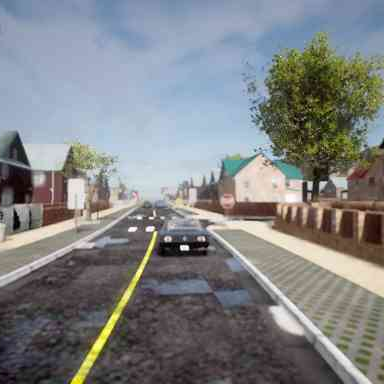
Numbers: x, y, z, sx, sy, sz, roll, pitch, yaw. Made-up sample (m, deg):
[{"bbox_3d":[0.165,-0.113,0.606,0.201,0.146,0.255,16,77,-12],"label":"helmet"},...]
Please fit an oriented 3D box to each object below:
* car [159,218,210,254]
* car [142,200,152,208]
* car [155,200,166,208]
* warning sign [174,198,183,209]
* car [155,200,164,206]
[{"bbox_3d":[-0.394,1.759,14.254,1.895,1.301,4.718,0,-1,-3],"label":"car"},{"bbox_3d":[-9.164,2.492,67.934,1.837,1.490,4.892,0,-1,-7],"label":"car"},{"bbox_3d":[-6.179,2.511,66.131,2.033,1.411,5.357,0,-1,-7],"label":"car"},{"bbox_3d":[-2.195,1.851,53.820,1.300,1.860,1.060,-1,-2,-7],"label":"warning sign"},{"bbox_3d":[-7.934,2.638,80.919,1.882,1.535,5.008,0,-1,-7],"label":"car"}]
